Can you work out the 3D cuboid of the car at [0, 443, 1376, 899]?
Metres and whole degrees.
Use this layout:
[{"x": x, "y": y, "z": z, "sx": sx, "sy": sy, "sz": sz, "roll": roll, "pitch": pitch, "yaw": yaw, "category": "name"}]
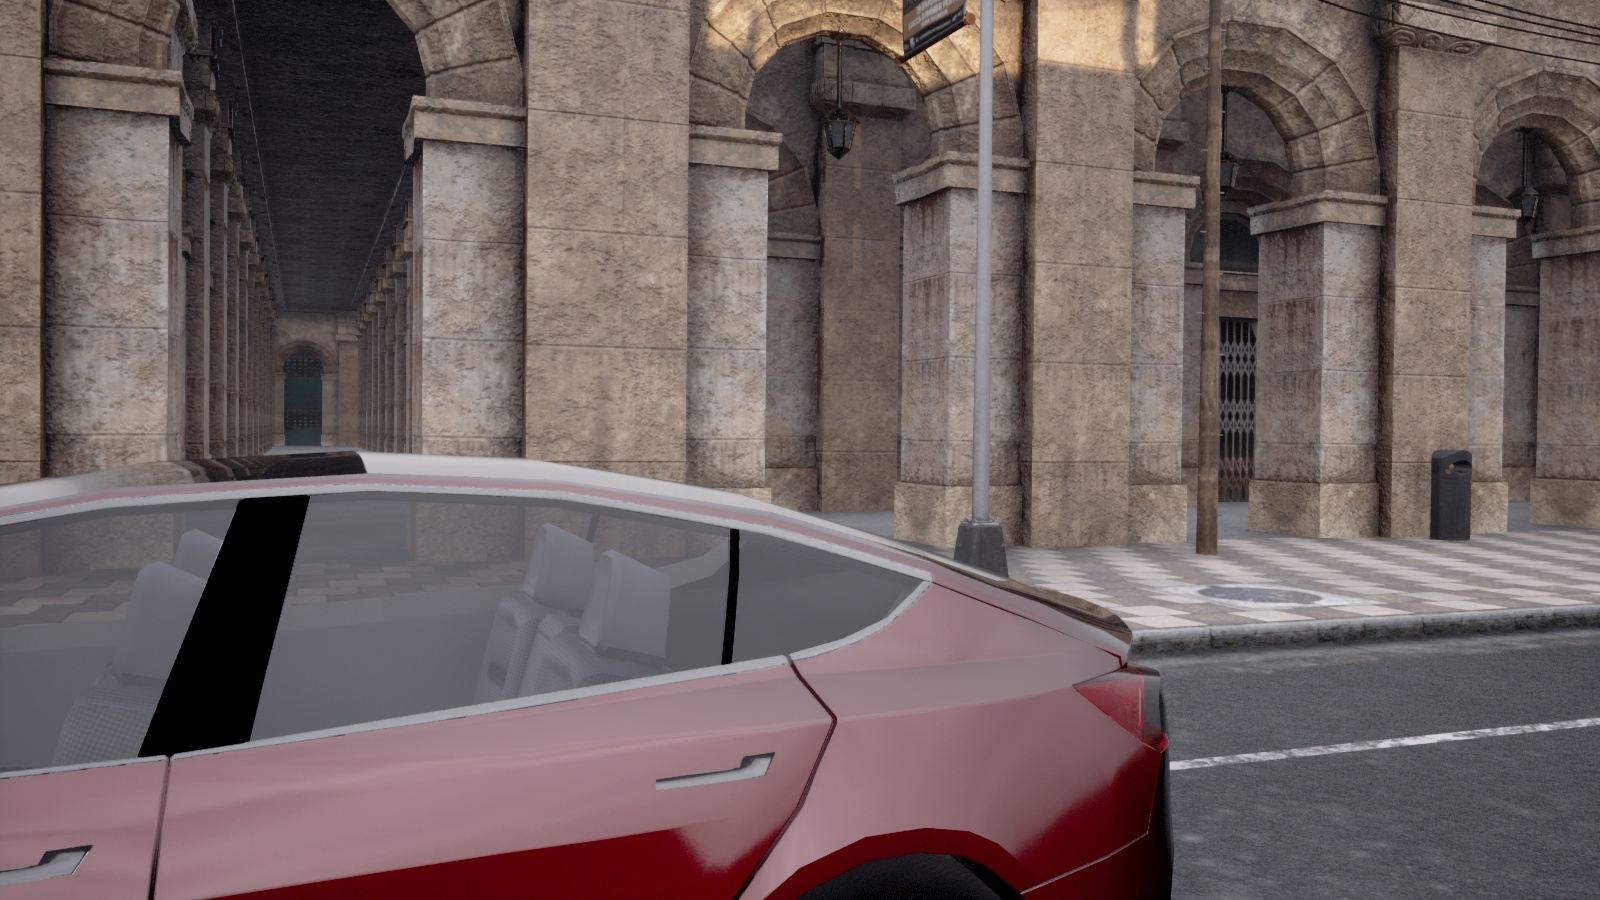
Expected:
[{"x": -1.450, "y": 0.769, "z": 2.707, "sx": 4.792, "sy": 1.488, "sz": 2.163, "roll": -1, "pitch": 1, "yaw": -21, "category": "car"}]
